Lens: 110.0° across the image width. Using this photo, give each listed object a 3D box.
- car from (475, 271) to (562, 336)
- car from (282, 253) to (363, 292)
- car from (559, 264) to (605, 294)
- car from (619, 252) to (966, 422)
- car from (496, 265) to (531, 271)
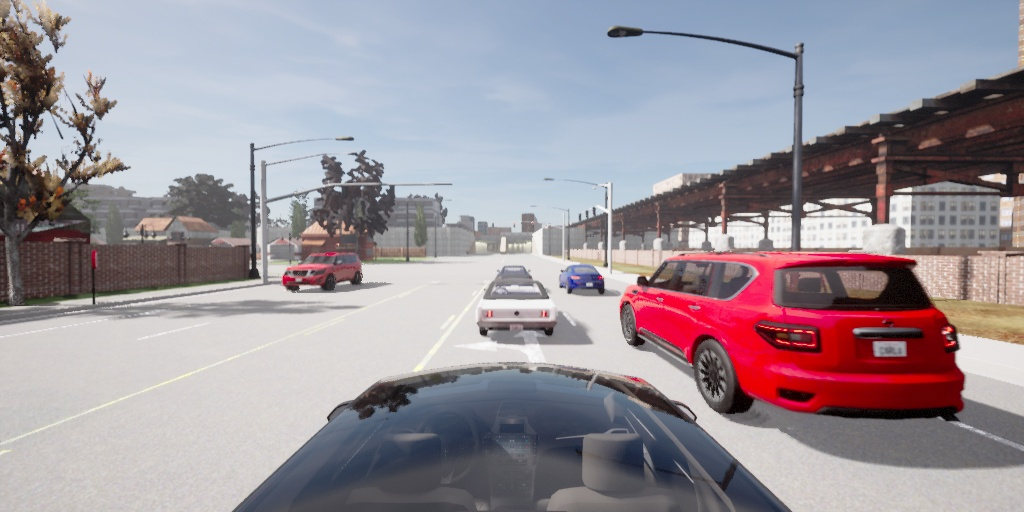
[{"bbox_3d":[0.101,1.297,10.242,1.895,1.301,4.718,0,1,0],"label":"car"},{"bbox_3d":[-10.525,0.823,20.485,2.150,2.045,5.566,0,0,0],"label":"car"},{"bbox_3d":[3.603,1.142,18.954,1.812,1.442,4.674,0,1,0],"label":"car"},{"bbox_3d":[3.602,0.952,6.108,2.150,2.045,5.566,0,1,0],"label":"car"},{"bbox_3d":[0.101,1.175,19.254,1.994,1.385,4.181,0,0,0],"label":"car"}]
